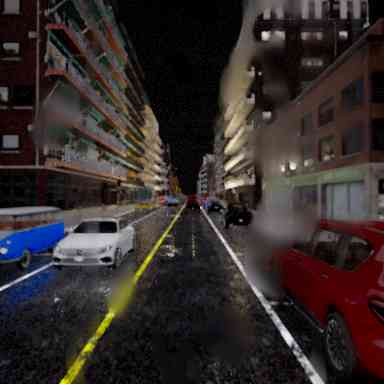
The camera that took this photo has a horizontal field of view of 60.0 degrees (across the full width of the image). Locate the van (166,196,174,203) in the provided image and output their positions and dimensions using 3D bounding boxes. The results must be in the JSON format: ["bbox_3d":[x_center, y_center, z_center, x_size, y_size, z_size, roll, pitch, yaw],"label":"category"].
[{"bbox_3d":[-5.667,1.870,84.676,1.690,1.788,3.998,0,0,0],"label":"van"}]

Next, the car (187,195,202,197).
[{"bbox_3d":[0.011,1.540,53.917,2.150,2.045,5.566,0,0,0],"label":"car"}]

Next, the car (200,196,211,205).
[{"bbox_3d":[2.710,1.723,67.690,2.192,1.841,5.009,0,0,0],"label":"car"}]

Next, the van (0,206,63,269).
[{"bbox_3d":[-5.680,1.402,11.071,1.690,1.788,3.998,0,0,0],"label":"van"}]

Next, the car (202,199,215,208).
[{"bbox_3d":[2.707,1.899,56.364,1.947,1.339,4.313,0,0,0],"label":"car"}]

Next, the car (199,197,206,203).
[{"bbox_3d":[2.713,2.152,90.336,1.802,1.307,4.206,0,0,0],"label":"car"}]

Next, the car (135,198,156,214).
[{"bbox_3d":[-5.677,1.751,39.209,1.752,1.417,4.829,0,0,0],"label":"car"}]

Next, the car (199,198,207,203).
[{"bbox_3d":[2.712,2.110,84.673,1.802,1.307,4.206,0,0,0],"label":"car"}]

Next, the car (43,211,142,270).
[{"bbox_3d":[-3.097,1.588,11.456,1.812,1.442,4.674,0,0,0],"label":"car"}]

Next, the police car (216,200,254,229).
[{"bbox_3d":[3.004,1.554,22.950,1.930,1.638,5.238,0,0,0],"label":"police car"}]

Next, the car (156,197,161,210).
[{"bbox_3d":[-5.676,1.787,44.872,1.752,1.417,4.829,0,0,0],"label":"car"}]

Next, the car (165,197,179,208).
[{"bbox_3d":[-3.044,1.915,53.317,1.895,1.301,4.718,0,0,1],"label":"car"}]

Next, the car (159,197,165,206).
[{"bbox_3d":[-5.675,1.848,50.704,2.008,1.369,4.403,0,0,0],"label":"car"}]

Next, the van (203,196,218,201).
[{"bbox_3d":[2.706,1.603,45.041,1.690,1.788,3.998,0,0,0],"label":"van"}]

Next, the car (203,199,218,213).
[{"bbox_3d":[2.703,1.793,39.378,1.947,1.339,4.313,0,0,0],"label":"car"}]

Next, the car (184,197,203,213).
[{"bbox_3d":[0.059,1.742,41.461,1.837,1.490,4.892,0,-1,0],"label":"car"}]

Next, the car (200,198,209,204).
[{"bbox_3d":[2.710,1.992,73.350,1.887,1.381,4.507,0,0,0],"label":"car"}]

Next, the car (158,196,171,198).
[{"bbox_3d":[-5.671,1.686,62.028,2.192,1.841,5.009,0,0,0],"label":"car"}]

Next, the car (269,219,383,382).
[{"bbox_3d":[2.699,1.345,5.408,2.192,1.841,5.009,0,0,0],"label":"car"}]
